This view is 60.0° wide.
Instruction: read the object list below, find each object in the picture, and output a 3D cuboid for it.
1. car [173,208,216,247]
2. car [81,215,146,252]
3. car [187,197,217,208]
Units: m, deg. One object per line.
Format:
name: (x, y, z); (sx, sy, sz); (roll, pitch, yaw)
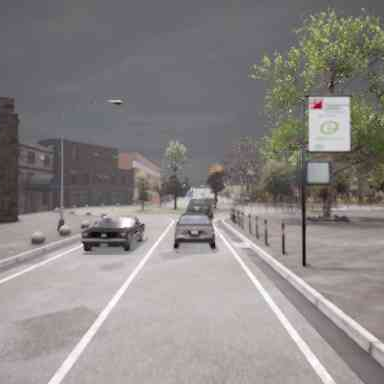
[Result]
car: (0.097, 1.688, 15.646); (2.033, 1.411, 5.357); (0, -1, 0)
car: (-3.271, 1.725, 14.630); (1.895, 1.301, 4.718); (0, -1, 0)
car: (0.869, 1.624, 32.156); (2.150, 2.045, 5.566); (0, 0, 9)
